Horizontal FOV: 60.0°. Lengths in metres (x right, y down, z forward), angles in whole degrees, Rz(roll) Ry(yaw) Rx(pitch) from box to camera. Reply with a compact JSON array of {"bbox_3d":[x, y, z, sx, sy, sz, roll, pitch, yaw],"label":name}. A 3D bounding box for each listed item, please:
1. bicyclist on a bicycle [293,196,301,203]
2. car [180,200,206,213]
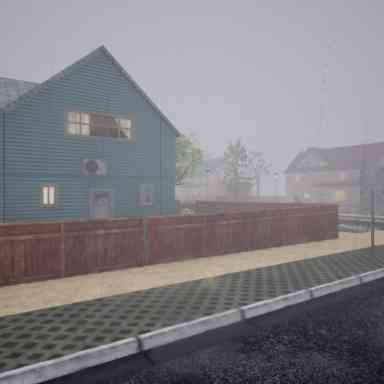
[{"bbox_3d":[9.873,1.206,31.351,1.656,1.620,0.582,-1,1,-36],"label":"bicyclist on a bicycle"},{"bbox_3d":[0.093,1.488,34.951,1.895,1.301,4.718,0,0,-36],"label":"car"}]
